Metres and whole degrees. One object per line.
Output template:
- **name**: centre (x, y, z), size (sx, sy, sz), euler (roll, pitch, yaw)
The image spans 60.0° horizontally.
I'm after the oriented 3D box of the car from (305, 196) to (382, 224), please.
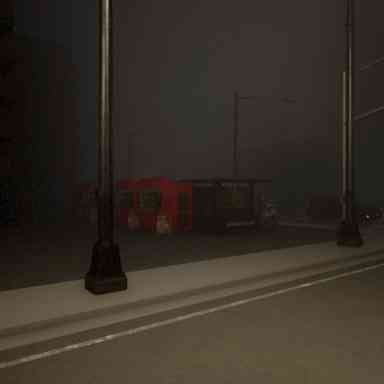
- **car**: centre (11.617, 1.309, 25.953), size (2.150, 2.045, 5.566), euler (0, -1, -36)
